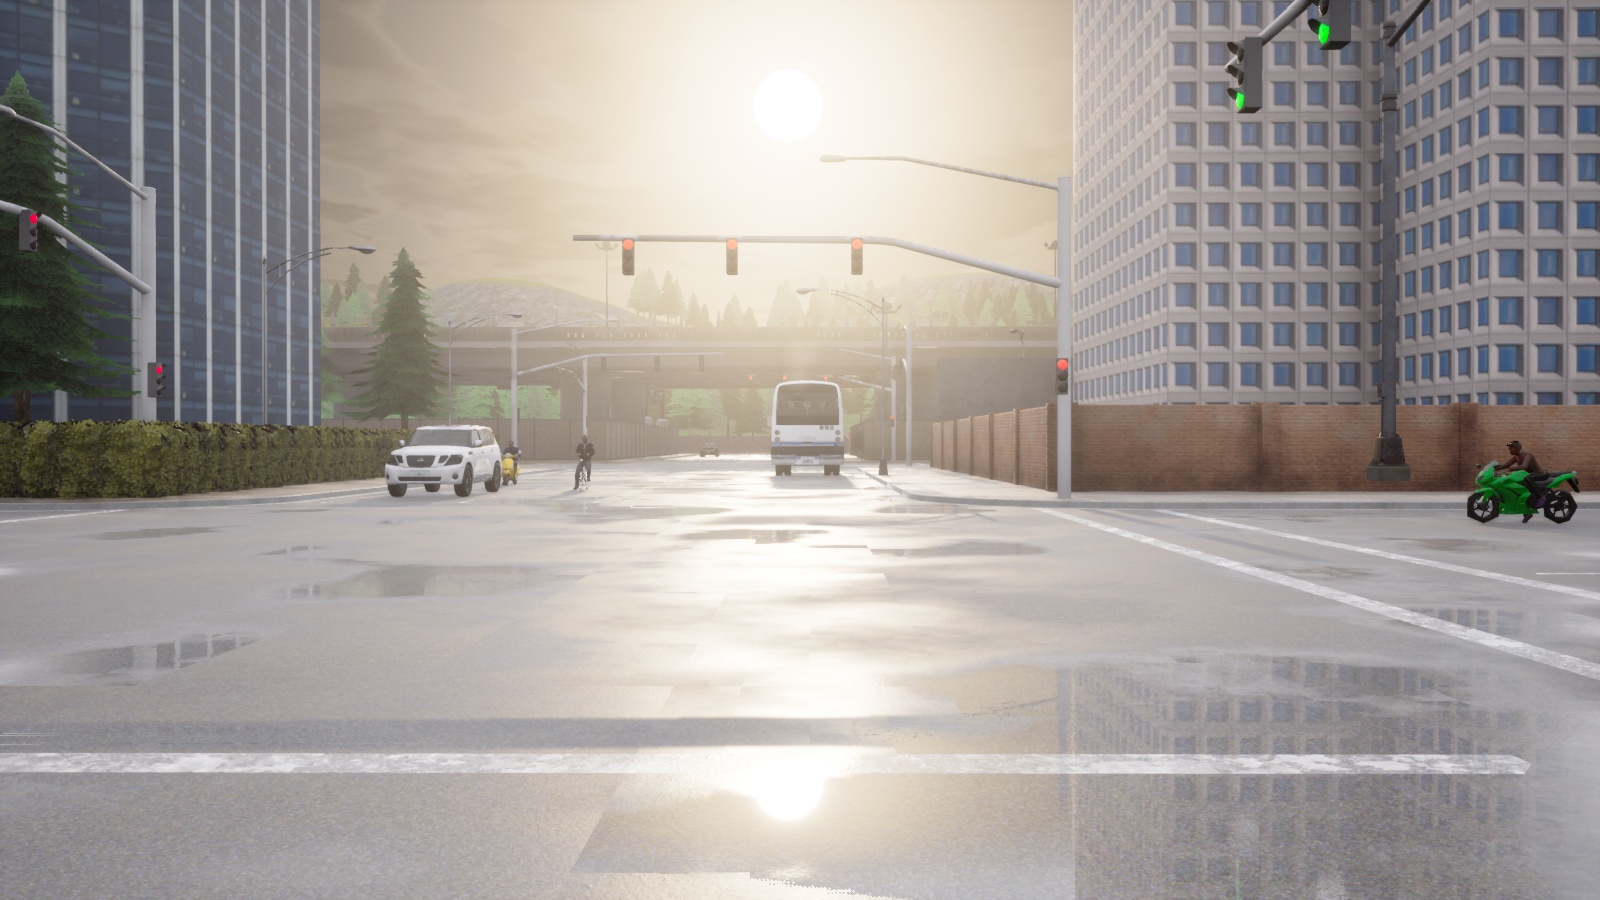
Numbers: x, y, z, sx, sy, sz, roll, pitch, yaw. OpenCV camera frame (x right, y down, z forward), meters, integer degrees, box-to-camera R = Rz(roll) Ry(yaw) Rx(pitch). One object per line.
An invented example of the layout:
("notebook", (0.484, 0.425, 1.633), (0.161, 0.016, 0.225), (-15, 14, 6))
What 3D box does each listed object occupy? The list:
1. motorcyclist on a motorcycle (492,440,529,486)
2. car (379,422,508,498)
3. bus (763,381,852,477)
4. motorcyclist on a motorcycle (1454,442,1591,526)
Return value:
("motorcyclist on a motorcycle", (-10.227, 0.441, 44.414), (0.866, 1.590, 1.817), (0, 0, 0))
("car", (-10.274, 0.250, 36.693), (2.150, 2.045, 5.566), (0, 0, 0))
("bus", (0.368, -0.972, 60.677), (3.944, 4.253, 10.273), (0, 0, 0))
("motorcyclist on a motorcycle", (13.195, 0.610, 22.974), (2.044, 1.523, 0.797), (0, 0, 1))
